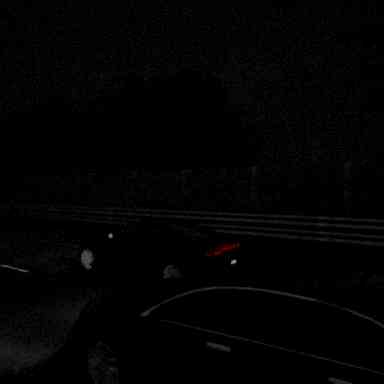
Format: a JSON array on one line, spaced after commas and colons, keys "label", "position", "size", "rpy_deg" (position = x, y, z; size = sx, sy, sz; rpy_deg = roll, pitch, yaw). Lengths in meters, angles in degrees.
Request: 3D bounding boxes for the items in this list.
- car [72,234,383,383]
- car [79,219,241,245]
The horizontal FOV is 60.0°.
[{"label": "car", "position": [0.764, 1.502, 3.446], "size": [4.892, 1.490, 1.837], "rpy_deg": [0, 0, 35]}, {"label": "car", "position": [-1.045, 1.465, 9.033], "size": [5.008, 1.535, 1.882], "rpy_deg": [0, 0, 35]}]
